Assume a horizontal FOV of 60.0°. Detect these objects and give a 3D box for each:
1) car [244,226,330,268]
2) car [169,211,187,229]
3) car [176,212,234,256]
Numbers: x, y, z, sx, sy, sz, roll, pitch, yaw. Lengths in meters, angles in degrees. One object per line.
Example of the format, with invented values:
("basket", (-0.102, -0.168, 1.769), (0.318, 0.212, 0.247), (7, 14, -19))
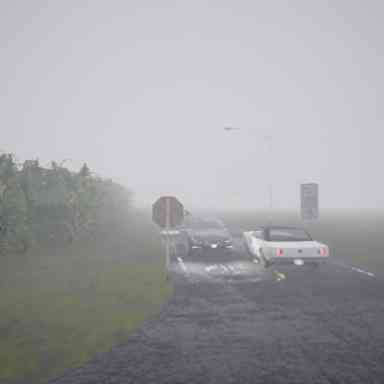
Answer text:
("car", (3.194, 1.893, 12.326), (1.895, 1.301, 4.718), (0, -1, -2))
("car", (-0.946, 2.185, 26.682), (1.994, 1.385, 4.181), (0, -1, -7))
("car", (0.535, 1.857, 14.974), (1.837, 1.490, 4.892), (0, -1, -7))
